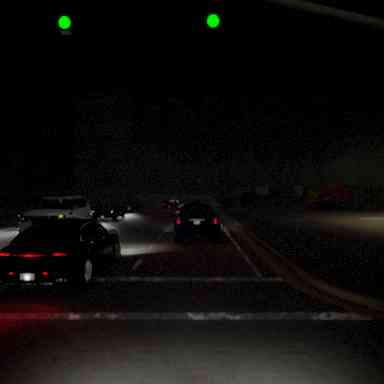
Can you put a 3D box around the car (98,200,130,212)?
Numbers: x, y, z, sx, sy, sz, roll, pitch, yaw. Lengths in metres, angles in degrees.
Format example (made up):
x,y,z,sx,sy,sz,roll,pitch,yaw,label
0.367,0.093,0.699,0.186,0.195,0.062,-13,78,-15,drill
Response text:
x,y,z,sx,sy,sz,roll,pitch,yaw,label
-6.790,1.592,27.570,1.895,1.301,4.718,0,0,1,car

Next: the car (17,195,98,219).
x,y,z,sx,sy,sz,roll,pitch,yaw,label
-6.942,1.210,17.543,2.150,2.045,5.566,0,0,-1,car

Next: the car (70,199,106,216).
x,y,z,sx,sy,sz,roll,pitch,yaw,label
-10.202,1.476,33.018,1.882,1.535,5.008,0,0,1,car

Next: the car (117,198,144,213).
x,y,z,sx,sy,sz,roll,pitch,yaw,label
-6.606,1.485,37.727,2.128,1.511,4.902,0,0,1,car

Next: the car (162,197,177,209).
x,y,z,sx,sy,sz,roll,pitch,yaw,label
-2.877,1.590,44.868,1.895,1.301,4.718,0,0,1,car

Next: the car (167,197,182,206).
x,y,z,sx,sy,sz,roll,pitch,yaw,label
-2.847,1.540,54.991,2.033,1.411,5.357,0,0,1,car

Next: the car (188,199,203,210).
x,y,z,sx,sy,sz,roll,pitch,yaw,label
0.516,1.585,44.424,1.895,1.301,4.718,0,0,1,car

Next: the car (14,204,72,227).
x,y,z,sx,sy,sz,roll,pitch,yaw,label
-10.353,1.596,23.542,1.895,1.301,4.718,0,0,1,car

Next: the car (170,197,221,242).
x,y,z,sx,sy,sz,roll,pitch,yaw,label
0.246,1.329,16.405,2.097,1.767,4.553,0,0,1,car

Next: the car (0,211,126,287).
x,y,z,sx,sy,sz,roll,pitch,yaw,label
-3.337,1.484,9.217,1.837,1.490,4.892,0,0,1,car
